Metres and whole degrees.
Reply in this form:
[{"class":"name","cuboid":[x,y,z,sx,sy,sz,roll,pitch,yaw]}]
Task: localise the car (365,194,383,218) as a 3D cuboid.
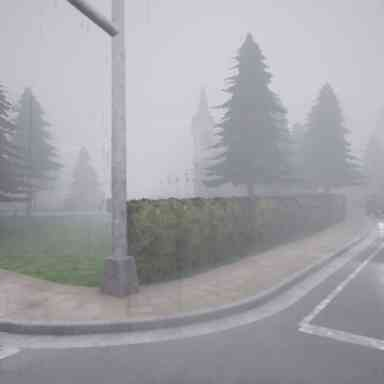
[{"class":"car","cuboid":[17.842,1.252,31.102,2.150,2.045,5.566,0,0,16]}]
